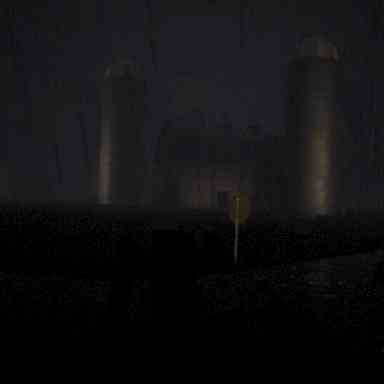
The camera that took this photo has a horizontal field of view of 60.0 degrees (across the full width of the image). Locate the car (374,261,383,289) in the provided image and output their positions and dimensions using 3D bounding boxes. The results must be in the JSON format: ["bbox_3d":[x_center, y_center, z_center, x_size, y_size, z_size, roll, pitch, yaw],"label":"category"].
[{"bbox_3d":[6.536,1.906,8.253,4.718,1.301,1.895,2,-1,-37],"label":"car"}]
